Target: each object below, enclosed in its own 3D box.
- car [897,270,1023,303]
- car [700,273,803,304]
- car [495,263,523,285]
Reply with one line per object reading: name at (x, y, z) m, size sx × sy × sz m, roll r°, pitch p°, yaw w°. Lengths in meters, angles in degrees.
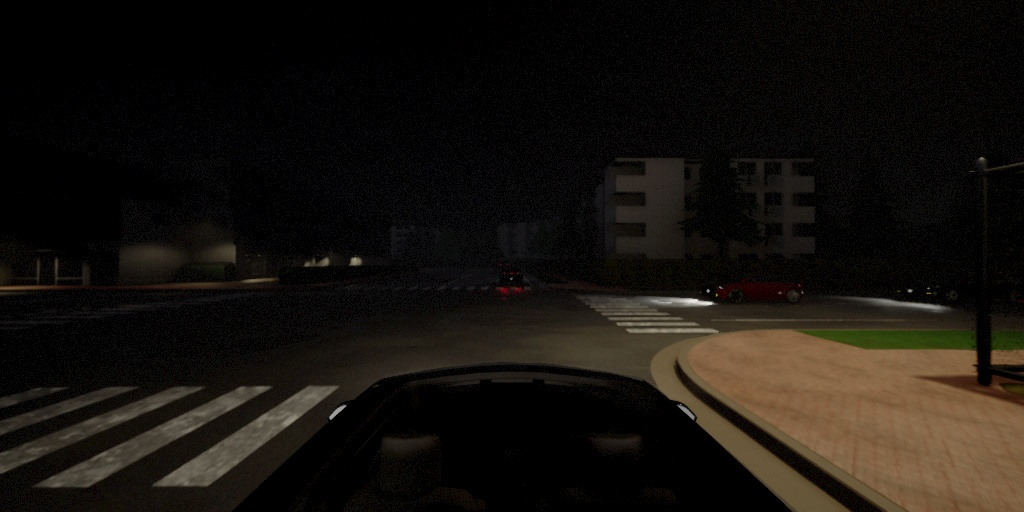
car at (21.730, 1.450, 17.409) m, size 4.892 × 1.490 × 1.837 m, roll 0°, pitch -1°, yaw 0°
car at (11.477, 1.505, 17.351) m, size 4.181 × 1.385 × 1.994 m, roll 0°, pitch -1°, yaw 0°
car at (-0.075, 1.615, 30.504) m, size 2.128 × 1.511 × 4.902 m, roll 0°, pitch -1°, yaw -1°
